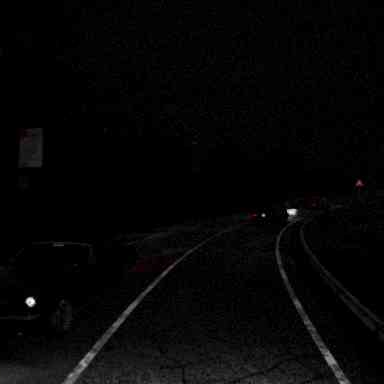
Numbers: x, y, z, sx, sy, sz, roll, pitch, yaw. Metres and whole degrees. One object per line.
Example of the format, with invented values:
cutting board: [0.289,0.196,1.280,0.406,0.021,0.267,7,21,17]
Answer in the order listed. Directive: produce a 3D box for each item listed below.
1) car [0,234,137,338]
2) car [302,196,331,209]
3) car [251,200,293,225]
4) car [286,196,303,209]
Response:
car: [-2.687,1.629,6.845,1.895,1.301,4.718,0,0,7]
car: [15.293,1.179,40.085,1.882,1.535,5.008,-3,0,34]
car: [5.701,1.564,24.015,2.033,1.411,5.357,-2,-1,24]
car: [13.227,1.311,43.241,2.128,1.511,4.902,-3,0,35]
